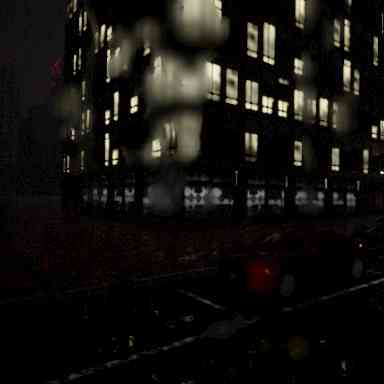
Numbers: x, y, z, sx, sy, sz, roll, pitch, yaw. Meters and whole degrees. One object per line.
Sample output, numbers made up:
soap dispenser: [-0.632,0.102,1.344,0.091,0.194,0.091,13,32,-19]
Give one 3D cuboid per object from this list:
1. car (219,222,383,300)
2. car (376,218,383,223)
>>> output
car: [2.719,1.565,8.469,4.507,1.381,1.887,0,1,-35]
car: [7.263,1.588,11.699,4.403,1.369,2.008,0,1,-35]
